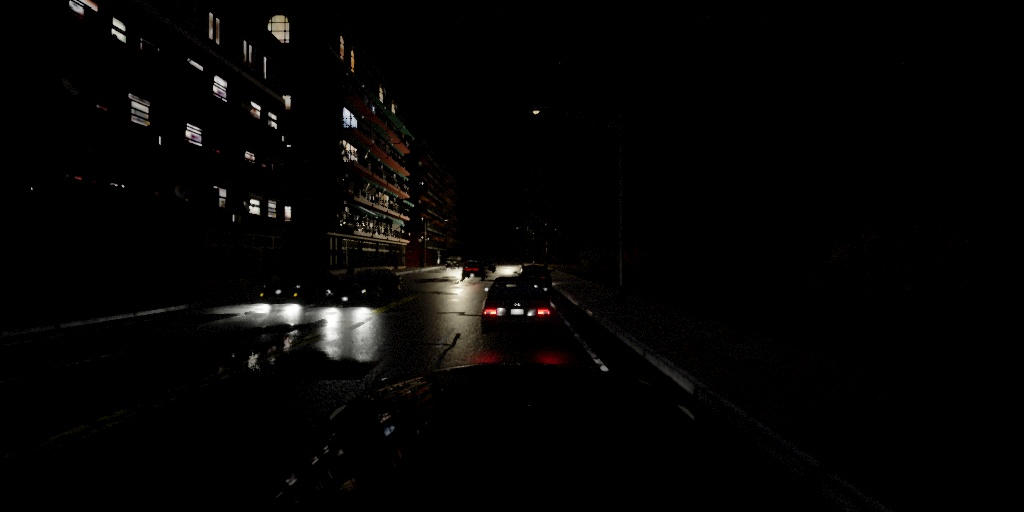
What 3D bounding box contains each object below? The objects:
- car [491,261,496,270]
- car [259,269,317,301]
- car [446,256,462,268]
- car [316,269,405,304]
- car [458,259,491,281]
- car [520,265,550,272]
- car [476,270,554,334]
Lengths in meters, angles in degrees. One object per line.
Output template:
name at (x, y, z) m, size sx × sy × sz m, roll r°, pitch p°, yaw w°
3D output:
car at (-3.067, 1.315, 45.022) m, size 1.994 × 1.385 × 4.181 m, roll 0°, pitch 0°, yaw 0°
car at (-9.822, 1.316, 17.062) m, size 1.994 × 1.385 × 4.181 m, roll 0°, pitch 0°, yaw 0°
car at (-9.713, 0.975, 60.568) m, size 2.150 × 2.045 × 5.566 m, roll 0°, pitch 0°, yaw 1°
car at (-6.571, 1.299, 16.754) m, size 2.033 × 1.411 × 5.357 m, roll 0°, pitch 0°, yaw 0°
car at (-3.097, 1.255, 30.274) m, size 1.837 × 1.490 × 4.892 m, roll 0°, pitch -1°, yaw 0°
car at (1.171, 1.257, 20.250) m, size 1.837 × 1.490 × 4.892 m, roll 0°, pitch 0°, yaw 0°
car at (0.118, 1.299, 10.561) m, size 2.033 × 1.411 × 5.357 m, roll 0°, pitch 0°, yaw 0°
